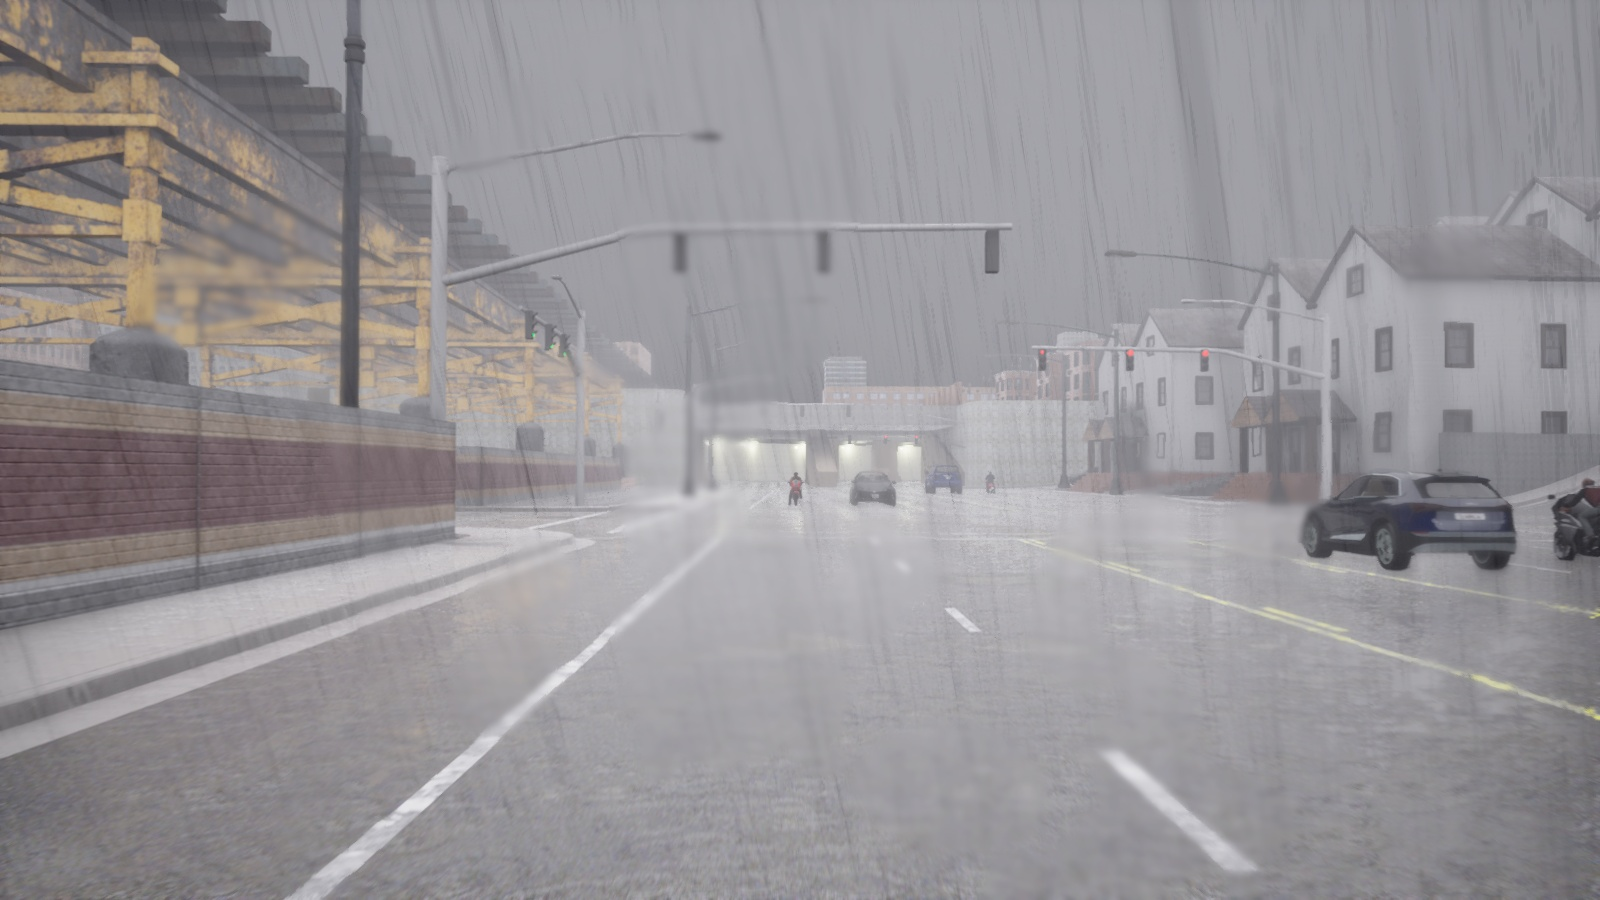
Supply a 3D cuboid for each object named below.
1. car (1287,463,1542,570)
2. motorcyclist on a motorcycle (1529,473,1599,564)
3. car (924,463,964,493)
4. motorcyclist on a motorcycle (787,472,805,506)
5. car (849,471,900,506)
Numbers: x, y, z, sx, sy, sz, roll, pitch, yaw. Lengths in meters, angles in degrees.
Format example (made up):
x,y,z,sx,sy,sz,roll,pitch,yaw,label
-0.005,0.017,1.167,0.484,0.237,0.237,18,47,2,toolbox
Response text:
x,y,z,sx,sy,sz,roll,pitch,yaw,label
10.436,1.070,21.830,2.033,1.649,4.856,0,-1,0,car
13.900,1.166,22.120,0.866,1.530,2.191,0,-1,1,motorcyclist on a motorcycle
10.242,1.997,89.572,2.150,2.045,5.566,0,-1,0,car
-0.164,1.750,56.685,0.797,1.523,2.044,0,-1,0,motorcyclist on a motorcycle
3.334,1.708,57.139,2.007,1.525,4.514,0,-1,0,car
